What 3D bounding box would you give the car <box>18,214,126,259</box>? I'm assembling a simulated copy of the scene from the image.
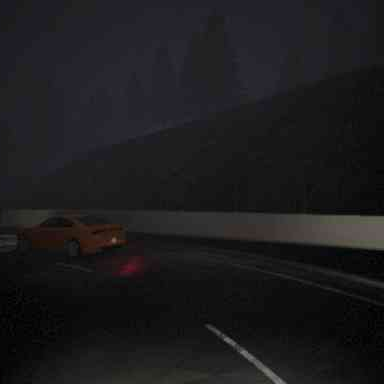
[{"bbox_3d":[-4.886,1.613,13.218,5.008,1.535,1.882,-1,-1,32],"label":"car"}]
